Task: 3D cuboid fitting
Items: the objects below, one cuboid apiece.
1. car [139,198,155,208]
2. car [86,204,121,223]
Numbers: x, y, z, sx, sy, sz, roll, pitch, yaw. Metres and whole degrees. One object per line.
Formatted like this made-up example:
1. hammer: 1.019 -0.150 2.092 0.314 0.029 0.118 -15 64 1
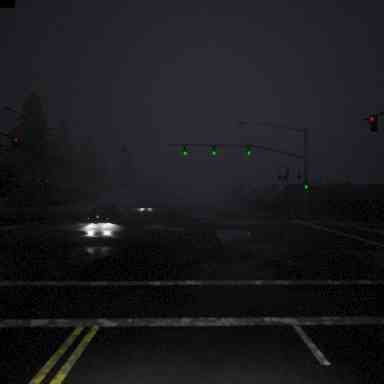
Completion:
1. car: -6.897 1.672 51.110 1.994 1.385 4.181 0 0 0
2. car: -6.945 1.658 26.476 1.994 1.385 4.181 0 0 0
